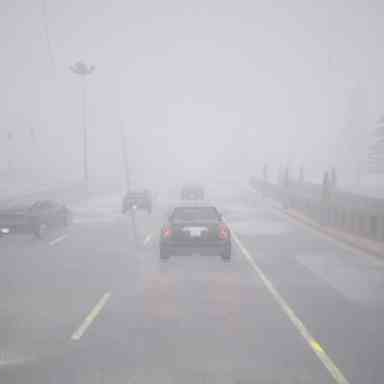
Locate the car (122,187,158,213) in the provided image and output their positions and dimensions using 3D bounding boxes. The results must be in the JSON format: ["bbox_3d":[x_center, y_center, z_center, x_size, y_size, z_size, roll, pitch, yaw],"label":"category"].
[{"bbox_3d":[-3.443,0.432,22.254,1.837,1.490,4.892,0,5,0],"label":"car"}]

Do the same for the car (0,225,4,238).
[{"bbox_3d":[-3.399,1.342,1.813,2.097,1.767,4.553,0,0,0],"label":"car"}]

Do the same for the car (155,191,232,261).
[{"bbox_3d":[0.096,1.064,11.388,2.097,1.767,4.553,0,3,0],"label":"car"}]

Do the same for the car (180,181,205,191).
[{"bbox_3d":[0.031,-0.148,27.458,1.882,1.535,5.008,0,6,0],"label":"car"}]

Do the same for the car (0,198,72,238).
[{"bbox_3d":[-6.911,1.030,14.718,1.837,1.490,4.892,0,3,0],"label":"car"}]
